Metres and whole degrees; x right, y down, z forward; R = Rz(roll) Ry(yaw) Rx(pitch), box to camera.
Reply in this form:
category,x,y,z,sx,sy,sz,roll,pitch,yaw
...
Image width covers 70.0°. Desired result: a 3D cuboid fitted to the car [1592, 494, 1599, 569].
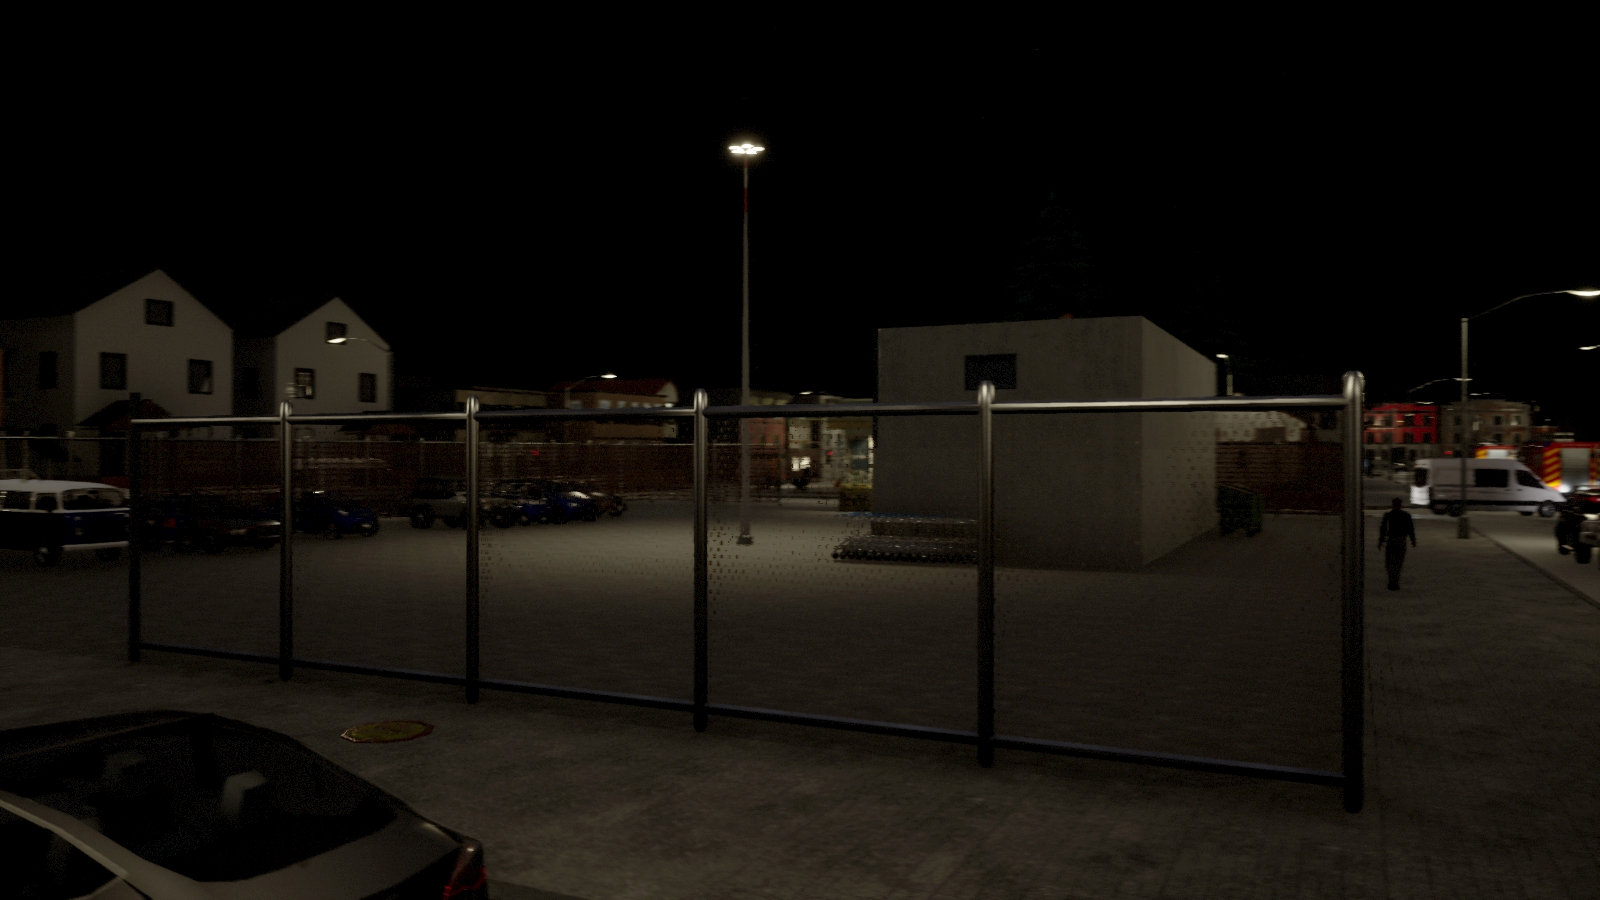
category,x,y,z,sx,sy,sz,roll,pitch,yaw
car,18.144,1.828,23.626,2.152,1.651,5.027,0,0,26

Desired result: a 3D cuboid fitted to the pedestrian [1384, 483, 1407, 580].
category,x,y,z,sx,sy,sz,roll,pitch,yaw
pedestrian,11.551,1.574,22.173,0.375,1.860,0.375,0,0,26

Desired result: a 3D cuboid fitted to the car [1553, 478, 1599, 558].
category,x,y,z,sx,sy,sz,roll,pitch,yaw
car,21.092,1.713,29.741,1.932,1.855,4.605,0,0,26

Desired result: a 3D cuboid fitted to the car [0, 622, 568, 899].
category,x,y,z,sx,sy,sz,roll,pitch,yaw
car,-3.727,1.851,5.487,4.792,1.488,2.163,0,0,26
